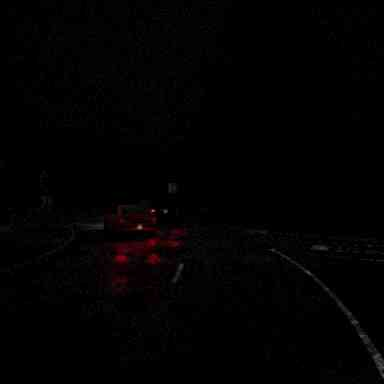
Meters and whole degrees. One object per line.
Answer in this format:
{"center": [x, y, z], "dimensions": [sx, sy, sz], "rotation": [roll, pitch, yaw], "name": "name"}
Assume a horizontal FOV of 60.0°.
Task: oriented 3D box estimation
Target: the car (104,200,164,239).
{"center": [-3.170, 1.354, 16.699], "dimensions": [1.882, 1.535, 5.008], "rotation": [1, 0, -22], "name": "car"}

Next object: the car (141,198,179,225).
{"center": [-2.722, 1.207, 22.173], "dimensions": [2.097, 1.767, 4.553], "rotation": [1, 0, -31], "name": "car"}
